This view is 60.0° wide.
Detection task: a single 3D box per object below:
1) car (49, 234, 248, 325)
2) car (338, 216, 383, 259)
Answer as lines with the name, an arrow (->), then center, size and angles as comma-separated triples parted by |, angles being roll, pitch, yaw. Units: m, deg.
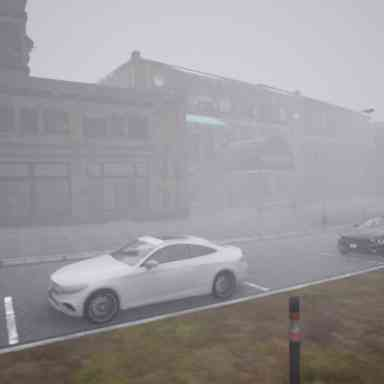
car -> -0.791, 1.764, 7.778 | 4.674, 1.452, 2.002 | 0, 1, -31
car -> 8.000, 1.722, 13.583 | 5.008, 1.535, 2.097 | 1, -1, -34
